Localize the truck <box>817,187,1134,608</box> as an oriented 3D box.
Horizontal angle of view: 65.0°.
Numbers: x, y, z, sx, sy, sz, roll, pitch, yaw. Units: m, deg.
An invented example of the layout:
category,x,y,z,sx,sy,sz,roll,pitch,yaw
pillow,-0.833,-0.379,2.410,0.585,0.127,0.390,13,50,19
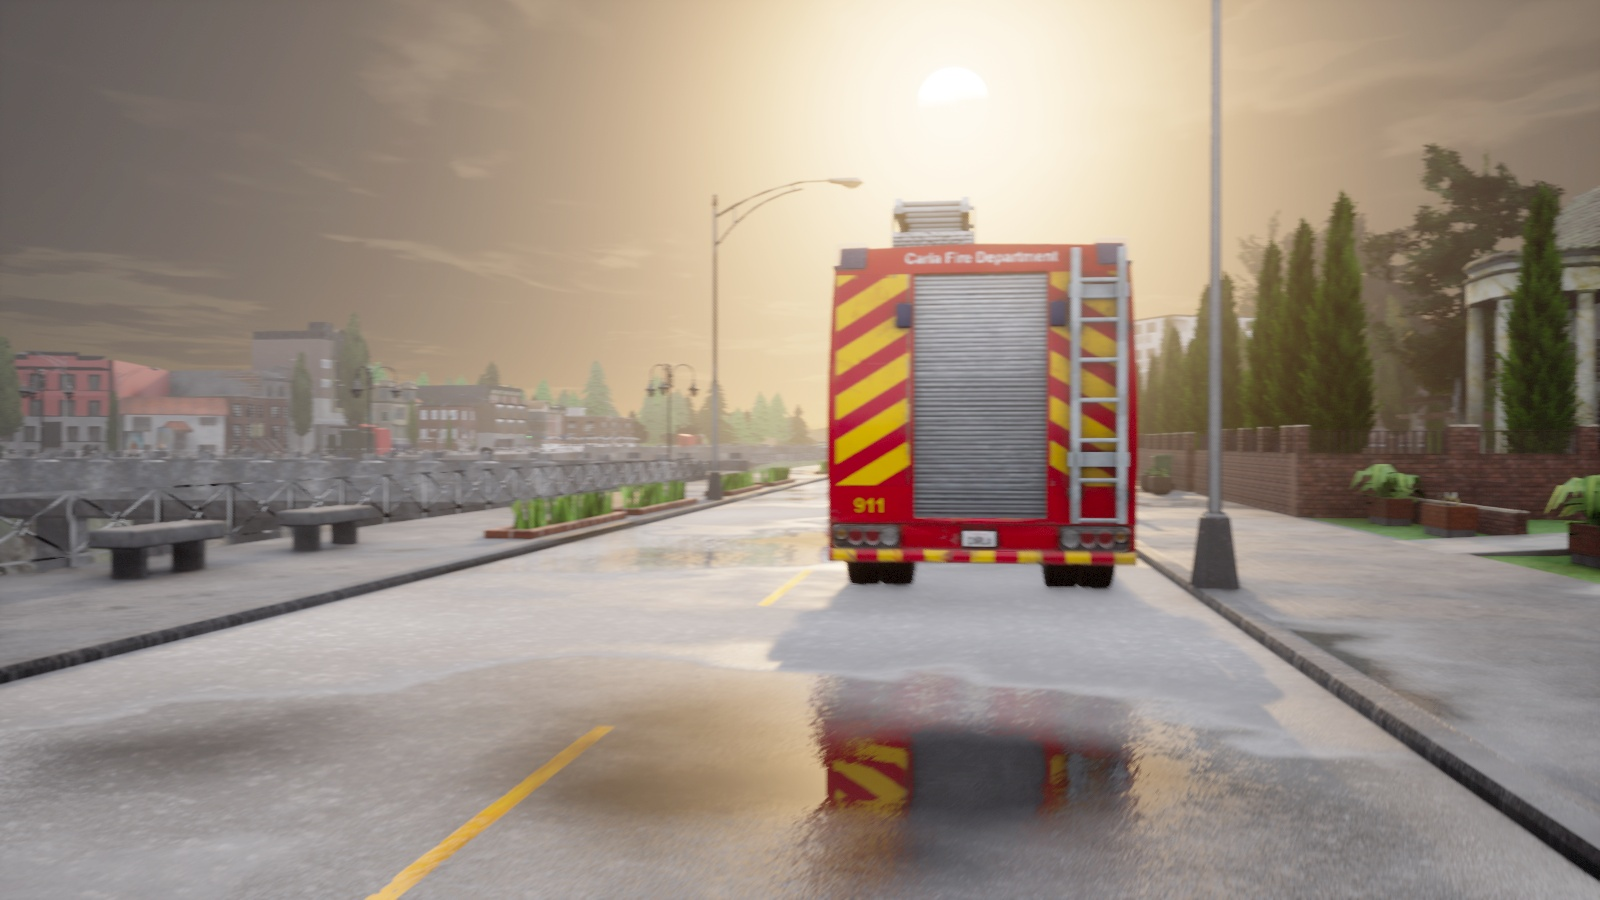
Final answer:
category,x,y,z,sx,sy,sz,roll,pitch,yaw
truck,2.158,-0.501,15.806,2.891,3.827,8.468,0,0,8
